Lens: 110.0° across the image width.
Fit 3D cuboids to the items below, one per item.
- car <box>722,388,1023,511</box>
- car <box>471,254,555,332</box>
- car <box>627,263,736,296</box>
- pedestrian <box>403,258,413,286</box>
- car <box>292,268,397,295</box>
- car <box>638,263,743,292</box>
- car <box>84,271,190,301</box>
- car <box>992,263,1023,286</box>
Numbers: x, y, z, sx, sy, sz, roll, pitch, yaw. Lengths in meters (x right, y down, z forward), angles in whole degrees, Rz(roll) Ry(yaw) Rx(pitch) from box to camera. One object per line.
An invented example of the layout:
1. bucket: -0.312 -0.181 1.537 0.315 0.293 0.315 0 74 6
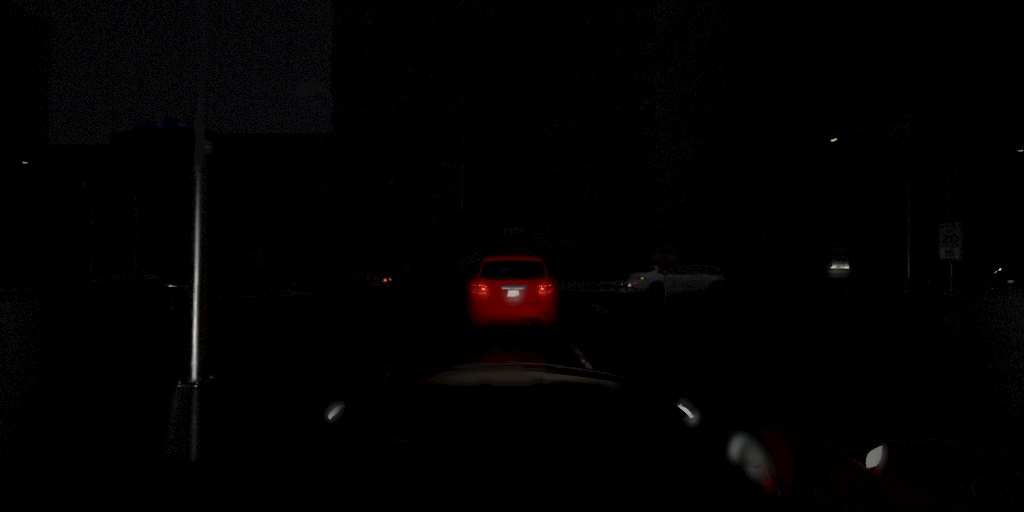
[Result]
1. car: 2.638 1.332 1.373 1.802 1.307 4.207 0 0 0
2. car: -0.041 0.972 11.072 2.150 2.045 5.566 0 0 -2
3. car: 8.045 1.169 17.515 4.674 1.442 1.812 -1 -1 0
4. pedestrian: -6.809 1.037 23.462 0.375 1.860 0.375 0 0 0
5. car: -9.478 1.417 20.556 5.357 1.411 2.033 -1 -1 0
6. car: 10.023 1.171 20.470 4.902 1.511 2.128 -1 -1 0
7. car: -18.095 1.445 17.648 4.674 1.442 1.812 -1 -1 0
8. car: 30.562 0.866 20.368 4.553 1.767 2.097 0 -1 0
